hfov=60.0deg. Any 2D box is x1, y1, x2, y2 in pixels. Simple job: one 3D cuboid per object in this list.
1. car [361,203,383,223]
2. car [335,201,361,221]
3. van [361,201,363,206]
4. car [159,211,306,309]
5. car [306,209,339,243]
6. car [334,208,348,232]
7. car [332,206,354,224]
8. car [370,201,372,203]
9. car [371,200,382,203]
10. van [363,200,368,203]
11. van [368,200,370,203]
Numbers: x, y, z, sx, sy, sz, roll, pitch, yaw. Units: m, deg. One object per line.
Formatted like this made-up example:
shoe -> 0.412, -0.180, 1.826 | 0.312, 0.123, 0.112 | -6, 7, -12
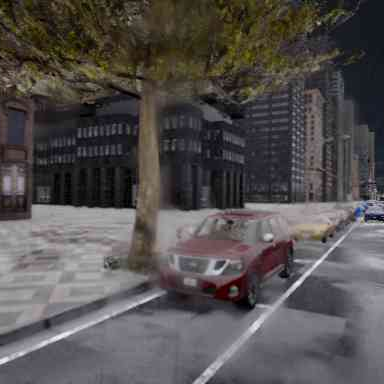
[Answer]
car -> 18.404, 2.174, 33.378 | 1.882, 1.535, 5.008 | 0, -1, 30
car -> 15.220, 1.963, 33.218 | 2.192, 1.841, 5.009 | 0, -1, 30
van -> 20.825, 2.199, 43.091 | 1.690, 1.788, 3.998 | 0, -1, 30
car -> 1.207, 1.442, 8.535 | 2.192, 1.841, 5.009 | 0, -1, 30
car -> 6.725, 1.857, 18.258 | 1.752, 1.417, 4.829 | 0, -1, 30
car -> 9.611, 2.021, 23.342 | 1.802, 1.307, 4.206 | 0, -1, 30
car -> 12.414, 2.125, 28.278 | 1.802, 1.307, 4.206 | 0, -1, 30
car -> 37.553, 3.019, 72.558 | 1.752, 1.417, 4.829 | 0, -1, 30
car -> 40.284, 2.875, 71.768 | 2.097, 1.767, 4.553 | 0, -1, 30
van -> 29.232, 2.517, 57.900 | 1.690, 1.788, 3.998 | 0, -1, 30
van -> 34.837, 2.731, 67.772 | 1.690, 1.788, 3.998 | 0, -1, 30
